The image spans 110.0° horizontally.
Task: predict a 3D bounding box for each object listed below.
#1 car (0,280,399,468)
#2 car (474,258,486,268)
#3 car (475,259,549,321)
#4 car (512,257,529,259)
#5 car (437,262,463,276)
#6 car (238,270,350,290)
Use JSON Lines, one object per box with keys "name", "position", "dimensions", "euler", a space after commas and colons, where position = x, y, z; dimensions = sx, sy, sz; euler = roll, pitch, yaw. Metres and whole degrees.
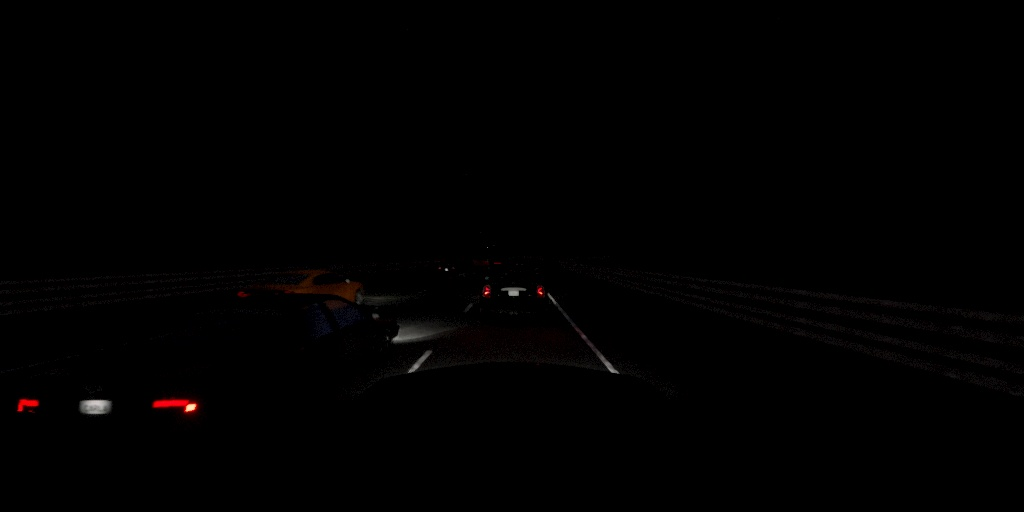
{"name": "car", "position": [-3.420, 1.297, 5.473], "dimensions": [2.033, 1.411, 5.357], "euler": [0, 0, 0]}
{"name": "car", "position": [-5.138, 1.046, 60.742], "dimensions": [2.097, 1.767, 4.553], "euler": [0, 0, 3]}
{"name": "car", "position": [0.073, 1.106, 12.563], "dimensions": [2.097, 1.767, 4.553], "euler": [0, 0, 1]}
{"name": "car", "position": [1.139, 1.239, 48.486], "dimensions": [1.837, 1.490, 4.892], "euler": [0, 0, 3]}
{"name": "car", "position": [-6.274, 1.306, 36.749], "dimensions": [1.994, 1.385, 4.181], "euler": [0, 0, 2]}
{"name": "car", "position": [-6.857, 1.226, 12.254], "dimensions": [1.882, 1.535, 5.008], "euler": [0, 0, 1]}
